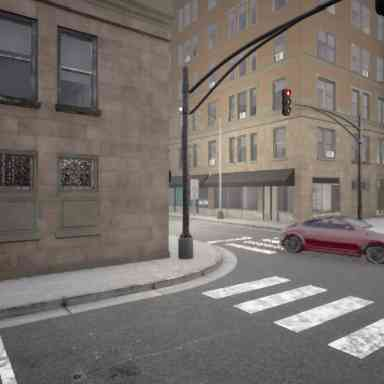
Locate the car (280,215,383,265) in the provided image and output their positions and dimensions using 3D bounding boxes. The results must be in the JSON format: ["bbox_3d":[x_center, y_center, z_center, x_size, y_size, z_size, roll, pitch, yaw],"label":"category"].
[{"bbox_3d":[5.268,1.532,11.700,4.181,1.385,1.994,0,1,39],"label":"car"}]
